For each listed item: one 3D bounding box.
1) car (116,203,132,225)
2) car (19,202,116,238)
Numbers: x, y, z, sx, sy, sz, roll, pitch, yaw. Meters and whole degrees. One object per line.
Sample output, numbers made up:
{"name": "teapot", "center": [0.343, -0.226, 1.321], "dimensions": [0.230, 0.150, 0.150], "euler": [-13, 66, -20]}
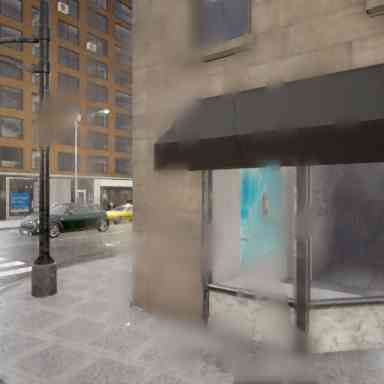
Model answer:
{"name": "car", "center": [-4.907, 1.548, 24.696], "dimensions": [1.752, 1.417, 4.829], "euler": [0, 0, 36]}
{"name": "car", "center": [-6.709, 1.366, 17.871], "dimensions": [2.097, 1.767, 4.553], "euler": [0, 0, 36]}
